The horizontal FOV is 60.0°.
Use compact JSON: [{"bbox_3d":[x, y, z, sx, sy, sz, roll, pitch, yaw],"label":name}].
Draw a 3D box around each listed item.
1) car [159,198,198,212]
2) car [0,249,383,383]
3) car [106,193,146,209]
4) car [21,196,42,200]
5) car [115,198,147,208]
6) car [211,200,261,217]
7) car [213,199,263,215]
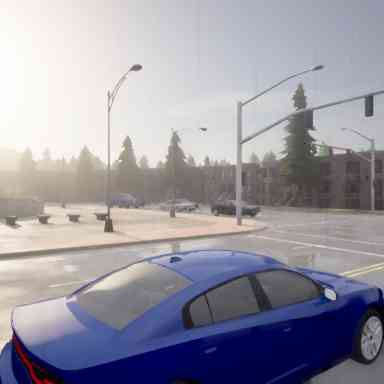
[{"bbox_3d":[-1.811,1.601,38.072,1.895,1.301,4.718,0,0,-39],"label":"car"},{"bbox_3d":[0.495,1.478,4.151,5.008,1.535,1.882,0,0,-35],"label":"car"},{"bbox_3d":[-9.458,1.221,45.623,5.566,2.045,2.150,0,0,36],"label":"car"},{"bbox_3d":[-29.903,1.505,60.676,4.892,1.490,1.837,0,0,5],"label":"car"},{"bbox_3d":[-9.090,1.601,49.620,4.718,1.301,1.895,0,0,34],"label":"car"},{"bbox_3d":[3.792,1.478,30.596,1.882,1.535,5.008,0,0,-36],"label":"car"},{"bbox_3d":[4.752,1.547,35.243,2.033,1.411,5.357,0,0,-36],"label":"car"}]
